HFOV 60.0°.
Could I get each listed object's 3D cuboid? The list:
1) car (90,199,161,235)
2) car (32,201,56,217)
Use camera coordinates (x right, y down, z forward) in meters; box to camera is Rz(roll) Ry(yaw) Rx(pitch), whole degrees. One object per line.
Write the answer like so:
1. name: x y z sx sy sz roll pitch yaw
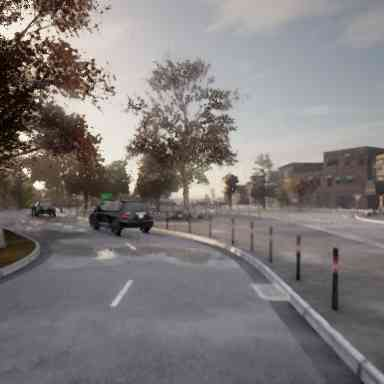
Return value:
1. car: -4.509 1.485 20.931 2.150 2.045 5.566 1 -1 -37
2. car: -16.781 1.834 37.624 2.097 1.767 4.553 1 -1 -30
